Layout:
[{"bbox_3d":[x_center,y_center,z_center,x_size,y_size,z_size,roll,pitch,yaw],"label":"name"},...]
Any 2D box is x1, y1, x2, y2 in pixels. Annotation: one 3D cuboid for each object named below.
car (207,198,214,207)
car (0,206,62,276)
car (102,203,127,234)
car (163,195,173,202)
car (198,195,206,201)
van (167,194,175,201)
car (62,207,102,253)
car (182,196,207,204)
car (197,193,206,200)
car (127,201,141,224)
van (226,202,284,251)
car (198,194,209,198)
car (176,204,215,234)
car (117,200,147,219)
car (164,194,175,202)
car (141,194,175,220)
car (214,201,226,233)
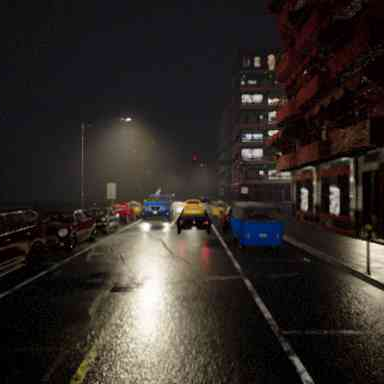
[{"bbox_3d":[2.579,1.523,30.726,1.752,1.417,4.829,1,0,0],"label":"car"},{"bbox_3d":[-5.302,1.314,7.985,2.192,1.841,5.009,1,0,0],"label":"car"},{"bbox_3d":[-5.304,1.549,19.057,2.008,1.369,4.403,1,0,0],"label":"car"},{"bbox_3d":[-5.295,1.436,73.916,1.967,1.590,4.097,1,0,0],"label":"car"},{"bbox_3d":[2.586,1.562,85.714,1.947,1.339,4.313,1,0,0],"label":"car"},{"bbox_3d":[-5.292,1.337,85.225,1.690,1.788,3.998,1,0,0],"label":"van"},{"bbox_3d":[-5.303,1.439,13.521,1.967,1.590,4.097,1,0,0],"label":"car"},{"bbox_3d":[0.107,1.475,31.225,1.882,1.535,5.008,0,0,0],"label":"car"},{"bbox_3d":[2.589,1.311,91.375,2.192,1.841,5.009,1,0,0],"label":"car"},{"bbox_3d":[-5.303,1.542,24.594,1.887,1.381,4.507,1,0,0],"label":"car"},{"bbox_3d":[2.578,1.340,13.921,1.690,1.788,3.998,1,0,0],"label":"van"},{"bbox_3d":[2.583,1.547,63.070,2.008,1.369,4.403,1,0,0],"label":"car"},{"bbox_3d":[0.104,1.599,19.320,1.895,1.301,4.718,0,0,0],"label":"car"},{"bbox_3d":[-5.302,1.523,29.960,1.752,1.417,4.829,1,0,0],"label":"car"},{"bbox_3d":[-5.292,1.311,79.571,2.192,1.841,5.009,1,0,0],"label":"car"},{"bbox_3d":[-2.770,1.221,28.024,2.150,2.045,5.566,0,0,0],"label":"car"},{"bbox_3d":[2.578,1.438,19.466,1.967,1.590,4.097,1,0,0],"label":"car"}]
